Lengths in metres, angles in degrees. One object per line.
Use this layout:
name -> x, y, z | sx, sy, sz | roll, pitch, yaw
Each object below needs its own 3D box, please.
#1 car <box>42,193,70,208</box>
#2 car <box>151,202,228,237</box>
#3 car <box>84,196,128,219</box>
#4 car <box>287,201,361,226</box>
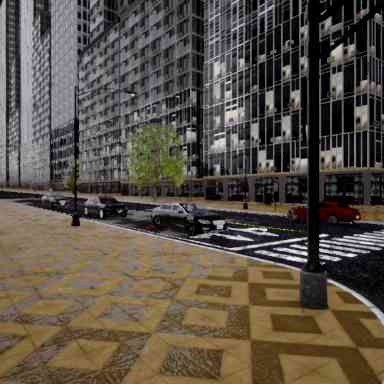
car -> -14.160, 0.845, 34.513 | 2.128, 1.511, 4.902 | 0, 1, -38
car -> -0.254, 1.257, 16.790 | 2.128, 1.511, 4.902 | 0, 1, -38
car -> -6.467, 1.086, 24.688 | 1.837, 1.490, 4.892 | 0, 1, -38
car -> 8.506, 1.307, 21.745 | 1.812, 1.442, 4.674 | 0, 1, -38
